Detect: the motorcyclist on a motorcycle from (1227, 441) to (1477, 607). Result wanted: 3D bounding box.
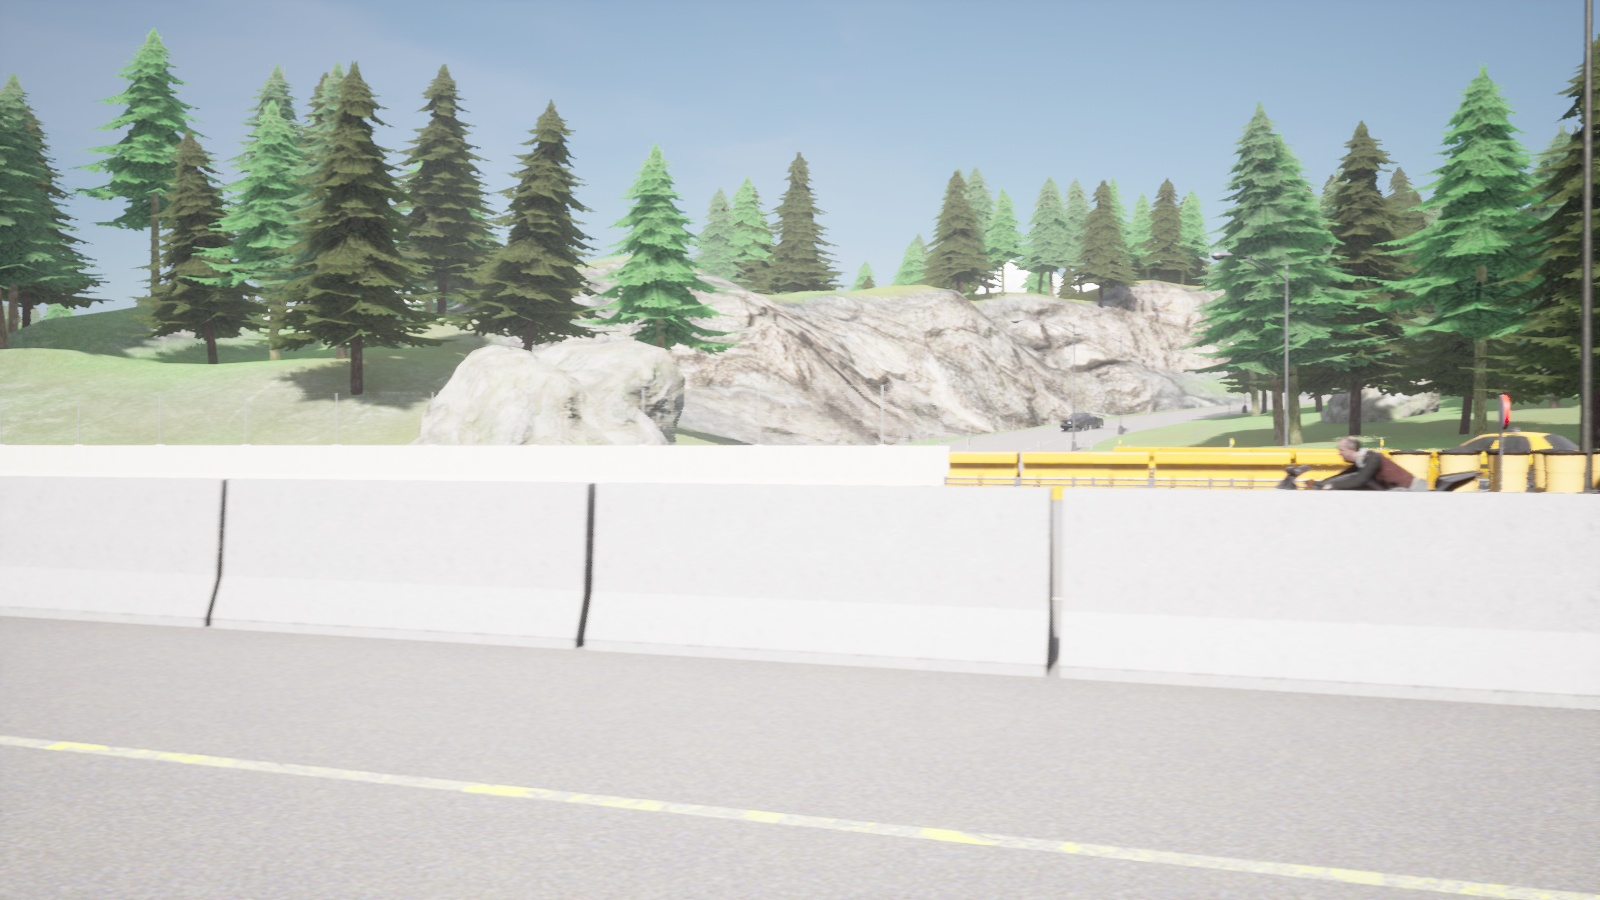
[{"bbox_3d":[5.397,0.682,12.455,2.191,1.530,0.866,0,1,19],"label":"motorcyclist on a motorcycle"}]

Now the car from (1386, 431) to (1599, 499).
[{"bbox_3d":[17.955,0.321,31.957,1.801,1.575,5.366,0,1,-34],"label":"car"}]
